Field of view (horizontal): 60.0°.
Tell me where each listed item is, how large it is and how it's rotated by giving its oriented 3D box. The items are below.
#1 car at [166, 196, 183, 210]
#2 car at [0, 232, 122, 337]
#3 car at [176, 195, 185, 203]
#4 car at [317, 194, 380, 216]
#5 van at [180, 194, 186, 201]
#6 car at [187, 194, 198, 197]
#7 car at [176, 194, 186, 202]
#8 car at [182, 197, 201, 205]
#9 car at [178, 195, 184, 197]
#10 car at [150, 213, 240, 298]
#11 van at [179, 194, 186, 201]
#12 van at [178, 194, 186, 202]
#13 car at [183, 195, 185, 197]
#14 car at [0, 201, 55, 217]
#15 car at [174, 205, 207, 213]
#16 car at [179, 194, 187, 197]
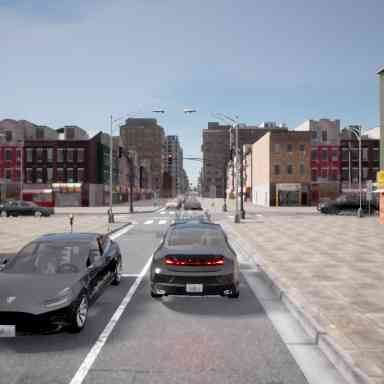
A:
[{"bbox_3d":[-2.557,1.576,44.419,1.752,1.417,4.829,0,0,0],"label":"car"},{"bbox_3d":[-2.622,1.567,6.819,1.947,1.339,4.313,0,0,0],"label":"car"},{"bbox_3d":[-2.509,1.573,72.615,1.967,1.590,4.097,0,0,0],"label":"car"},{"bbox_3d":[15.179,1.225,32.371,5.566,2.045,2.150,0,0,0],"label":"car"},{"bbox_3d":[-2.470,1.560,95.037,1.690,1.788,3.998,0,0,0],"label":"van"},{"bbox_3d":[0.218,1.601,69.816,1.882,1.535,5.008,0,0,0],"label":"car"},{"bbox_3d":[-2.499,1.468,78.221,2.192,1.841,5.009,0,0,0],"label":"car"},{"bbox_3d":[0.136,1.606,40.953,1.994,1.385,4.181,0,0,-1],"label":"car"},{"bbox_3d":[-2.547,1.609,50.193,1.887,1.381,4.507,0,0,0],"label":"car"},{"bbox_3d":[0.085,1.508,8.496,1.837,1.490,4.892,0,0,1],"label":"car"},{"bbox_3d":[-2.479,1.537,89.432,1.690,1.788,3.998,0,0,0],"label":"van"},{"bbox_3d":[-2.489,1.515,83.827,1.690,1.788,3.998,0,0,0],"label":"van"},{"bbox_3d":[-2.538,1.661,55.799,1.802,1.307,4.206,0,0,0],"label":"car"},{"bbox_3d":[-14.713,1.542,29.512,4.892,1.490,1.837,0,0,0],"label":"car"},{"bbox_3d":[0.059,1.610,17.707,1.895,1.301,4.718,0,0,1],"label":"car"},{"bbox_3d":[-2.519,1.554,67.010,1.967,1.590,4.097,0,0,0],"label":"car"}]
